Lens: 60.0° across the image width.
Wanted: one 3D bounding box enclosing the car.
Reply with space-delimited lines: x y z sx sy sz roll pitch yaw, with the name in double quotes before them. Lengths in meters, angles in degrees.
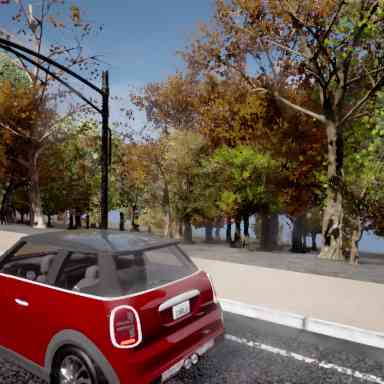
"car" -1.848 1.351 5.004 4.553 1.767 2.097 0 0 36
